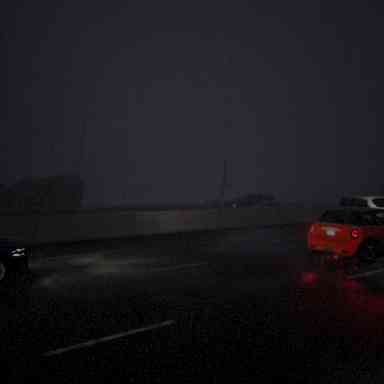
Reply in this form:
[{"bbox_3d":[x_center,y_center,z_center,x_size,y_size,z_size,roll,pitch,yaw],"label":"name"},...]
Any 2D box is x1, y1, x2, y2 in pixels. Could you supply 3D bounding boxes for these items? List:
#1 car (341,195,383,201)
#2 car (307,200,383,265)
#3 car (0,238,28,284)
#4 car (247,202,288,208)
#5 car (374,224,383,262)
[{"bbox_3d":[10.318,1.202,18.272,5.566,2.045,2.150,0,0,-29],"label":"car"},{"bbox_3d":[6.285,1.339,11.854,4.553,1.767,2.097,0,0,-32],"label":"car"},{"bbox_3d":[-6.517,1.465,7.613,5.008,1.535,1.882,0,0,-36],"label":"car"},{"bbox_3d":[6.182,1.492,28.195,4.674,1.442,1.812,0,0,-28],"label":"car"},{"bbox_3d":[6.635,1.518,7.987,4.674,1.442,1.812,0,0,-32],"label":"car"}]
